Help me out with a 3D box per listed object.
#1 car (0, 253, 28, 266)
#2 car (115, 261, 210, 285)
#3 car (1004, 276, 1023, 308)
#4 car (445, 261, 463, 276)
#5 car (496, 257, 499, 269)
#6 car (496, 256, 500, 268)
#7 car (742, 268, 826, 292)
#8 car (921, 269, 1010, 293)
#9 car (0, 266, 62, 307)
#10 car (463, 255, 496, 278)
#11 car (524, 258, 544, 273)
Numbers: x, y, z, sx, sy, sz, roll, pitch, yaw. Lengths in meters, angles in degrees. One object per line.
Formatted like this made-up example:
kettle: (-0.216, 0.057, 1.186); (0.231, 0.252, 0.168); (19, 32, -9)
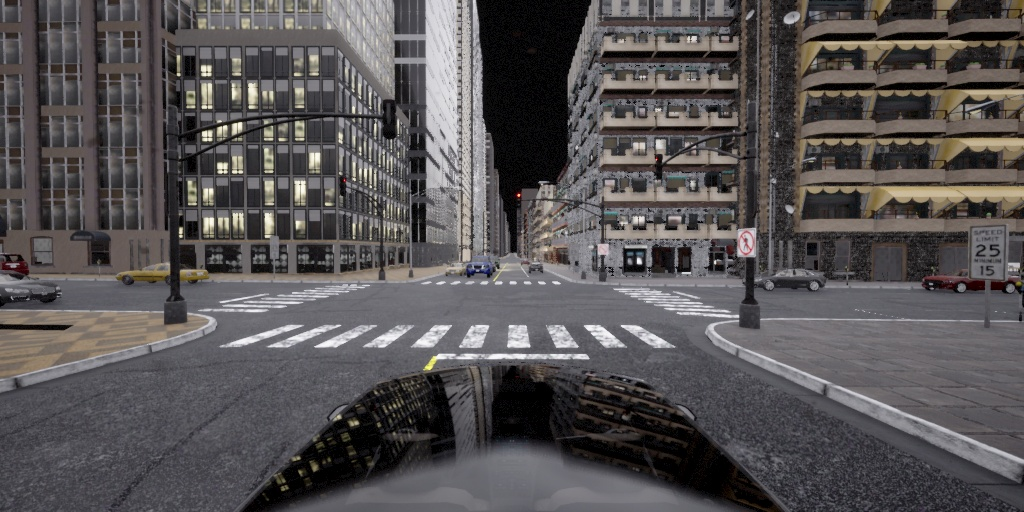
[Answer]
car: (-33.577, 0.712, 22.468); (5.009, 1.841, 2.192); (0, 0, 1)
car: (-21.631, 1.029, 22.242); (4.829, 1.417, 1.751); (0, 0, 1)
car: (21.736, 1.576, 13.208); (4.313, 1.339, 1.948); (0, 0, 1)
car: (-5.629, 1.265, 36.361); (1.751, 1.417, 4.829); (0, 0, 0)
car: (-3.017, 1.216, 44.793); (1.882, 1.535, 5.008); (0, 0, 0)
car: (-2.994, 0.957, 55.349); (2.150, 2.045, 5.566); (0, 0, 0)
car: (16.344, 1.375, 21.674); (4.403, 1.370, 2.007); (0, 0, 1)
car: (27.409, 1.461, 21.499); (4.507, 1.381, 1.888); (0, 0, 1)
car: (-20.265, 1.204, 13.905); (4.403, 1.370, 2.007); (0, 0, 1)
car: (-3.042, 0.962, 34.662); (2.150, 2.045, 5.566); (0, 0, 0)
car: (2.762, 1.289, 42.170); (2.007, 1.370, 4.403); (0, 0, 0)
